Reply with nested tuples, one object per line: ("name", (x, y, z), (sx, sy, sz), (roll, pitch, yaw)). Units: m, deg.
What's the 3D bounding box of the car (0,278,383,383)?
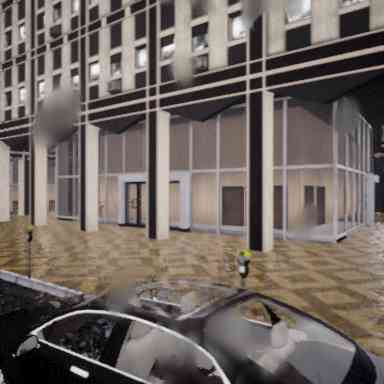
("car", (-0.373, 1.545, 3.142), (4.403, 1.369, 2.008), (0, 0, 36))
